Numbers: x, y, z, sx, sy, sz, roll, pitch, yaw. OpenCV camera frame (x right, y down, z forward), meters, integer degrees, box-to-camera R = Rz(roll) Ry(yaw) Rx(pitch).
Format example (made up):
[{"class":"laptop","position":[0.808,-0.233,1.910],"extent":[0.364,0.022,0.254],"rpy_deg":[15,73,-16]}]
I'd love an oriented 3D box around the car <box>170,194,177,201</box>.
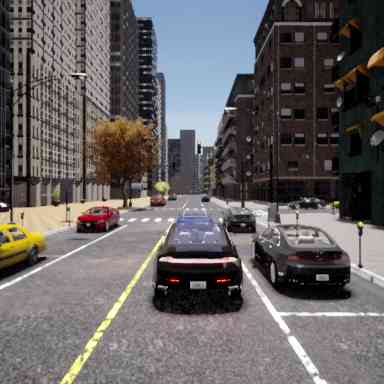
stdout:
[{"class":"car","position":[-5.268,1.634,85.749],"extent":[1.947,1.339,4.313],"rpy_deg":[0,0,0]}]

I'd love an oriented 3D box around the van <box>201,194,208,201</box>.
[{"class":"van","position":[3.113,1.409,85.707],"extent":[1.690,1.788,3.998],"rpy_deg":[0,0,0]}]

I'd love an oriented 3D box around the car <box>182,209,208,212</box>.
[{"class":"car","position":[0.167,1.601,18.635],"extent":[1.895,1.301,4.718],"rpy_deg":[0,0,1]}]

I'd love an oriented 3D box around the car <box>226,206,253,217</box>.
[{"class":"car","position":[2.786,1.552,20.182],"extent":[2.008,1.369,4.403],"rpy_deg":[0,0,0]}]

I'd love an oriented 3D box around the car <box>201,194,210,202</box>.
[{"class":"car","position":[3.058,1.616,74.660],"extent":[1.947,1.339,4.313],"rpy_deg":[0,0,0]}]

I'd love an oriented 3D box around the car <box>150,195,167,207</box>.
[{"class":"car","position":[-5.433,1.339,52.611],"extent":[2.192,1.841,5.009],"rpy_deg":[0,0,0]}]

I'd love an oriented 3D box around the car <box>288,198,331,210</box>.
[{"class":"car","position":[13.620,1.352,39.534],"extent":[4.403,1.369,2.008],"rpy_deg":[-1,1,0]}]

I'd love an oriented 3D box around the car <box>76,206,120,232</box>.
[{"class":"car","position":[-5.594,1.546,20.223],"extent":[1.887,1.381,4.507],"rpy_deg":[0,0,0]}]

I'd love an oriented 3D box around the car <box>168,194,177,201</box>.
[{"class":"car","position":[-5.241,1.393,91.271],"extent":[2.192,1.841,5.009],"rpy_deg":[0,0,0]}]

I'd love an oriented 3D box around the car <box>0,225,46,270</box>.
[{"class":"car","position":[-5.649,1.524,8.988],"extent":[1.752,1.417,4.829],"rpy_deg":[0,0,0]}]

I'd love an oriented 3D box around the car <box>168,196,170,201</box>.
[{"class":"car","position":[-5.405,1.596,58.134],"extent":[1.947,1.339,4.313],"rpy_deg":[0,0,0]}]

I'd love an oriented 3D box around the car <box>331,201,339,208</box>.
[{"class":"car","position":[19.017,1.251,39.561],"extent":[4.829,1.417,1.752],"rpy_deg":[-1,1,0]}]

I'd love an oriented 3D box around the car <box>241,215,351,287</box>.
[{"class":"car","position":[2.732,1.550,9.116],"extent":[2.008,1.369,4.403],"rpy_deg":[0,0,0]}]

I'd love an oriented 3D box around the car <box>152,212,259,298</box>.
[{"class":"car","position":[0.130,1.491,8.518],"extent":[2.128,1.511,4.902],"rpy_deg":[0,0,0]}]

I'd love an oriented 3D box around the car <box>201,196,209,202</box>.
[{"class":"car","position":[3.086,1.584,80.353],"extent":[1.752,1.417,4.829],"rpy_deg":[0,0,0]}]
